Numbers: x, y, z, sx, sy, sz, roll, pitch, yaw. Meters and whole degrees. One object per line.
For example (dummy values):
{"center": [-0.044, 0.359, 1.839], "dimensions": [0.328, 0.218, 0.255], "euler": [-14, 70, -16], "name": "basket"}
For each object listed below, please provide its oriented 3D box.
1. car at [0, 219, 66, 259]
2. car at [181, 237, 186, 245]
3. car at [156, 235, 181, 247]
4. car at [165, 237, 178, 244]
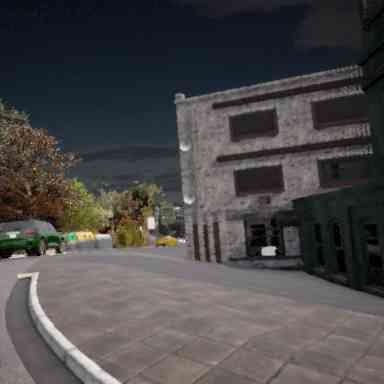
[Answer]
{"center": [-9.344, 2.763, 19.749], "dimensions": [2.150, 2.045, 5.566], "euler": [-4, -8, -4], "name": "car"}
{"center": [-2.059, 9.176, 61.908], "dimensions": [1.812, 1.442, 4.674], "euler": [-4, -8, -1], "name": "car"}
{"center": [-3.477, 6.705, 45.432], "dimensions": [1.882, 1.535, 5.008], "euler": [-5, -9, 12], "name": "car"}
{"center": [-5.126, 11.812, 81.223], "dimensions": [2.033, 1.411, 5.357], "euler": [-3, -6, -16], "name": "car"}
